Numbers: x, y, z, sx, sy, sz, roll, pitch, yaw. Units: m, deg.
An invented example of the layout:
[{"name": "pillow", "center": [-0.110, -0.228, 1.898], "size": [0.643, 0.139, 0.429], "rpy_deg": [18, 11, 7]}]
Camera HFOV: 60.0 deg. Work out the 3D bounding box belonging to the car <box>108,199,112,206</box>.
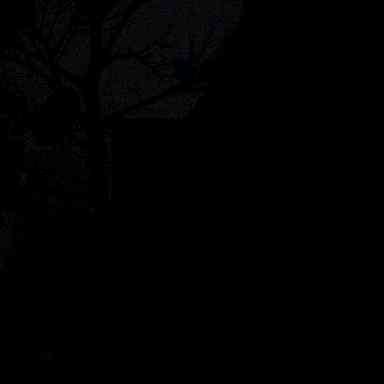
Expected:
[{"name": "car", "center": [-16.546, 1.887, 62.680], "size": [1.812, 1.442, 4.674], "rpy_deg": [1, 0, 12]}]
